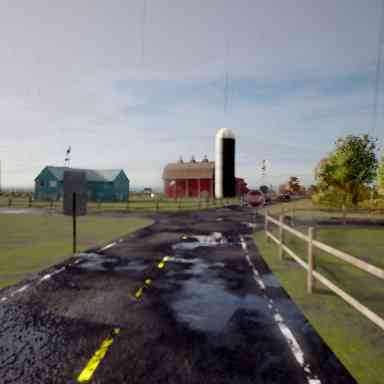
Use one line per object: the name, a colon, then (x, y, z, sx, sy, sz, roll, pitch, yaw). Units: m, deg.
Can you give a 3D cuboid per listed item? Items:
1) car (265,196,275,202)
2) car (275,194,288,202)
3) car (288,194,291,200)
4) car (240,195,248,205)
car: (16.126, 1.490, 72.904, 2.033, 1.411, 5.357, 0, 0, 23)
car: (19.618, 1.485, 74.044, 1.812, 1.442, 4.674, 0, 0, 23)
car: (23.607, 1.334, 83.221, 1.837, 1.490, 4.892, 0, 0, 23)
car: (9.948, 1.299, 58.721, 2.097, 1.767, 4.553, 0, 0, 23)
